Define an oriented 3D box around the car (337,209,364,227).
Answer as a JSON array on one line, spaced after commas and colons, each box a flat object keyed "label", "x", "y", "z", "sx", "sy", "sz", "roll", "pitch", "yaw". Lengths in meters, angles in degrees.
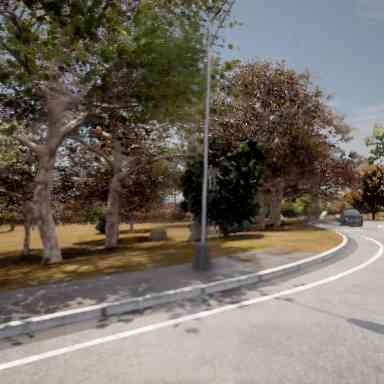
[{"label": "car", "x": 14.919, "y": 2.429, "z": 31.289, "sx": 1.837, "sy": 1.490, "sz": 4.892, "roll": 0, "pitch": -2, "yaw": 26}]
